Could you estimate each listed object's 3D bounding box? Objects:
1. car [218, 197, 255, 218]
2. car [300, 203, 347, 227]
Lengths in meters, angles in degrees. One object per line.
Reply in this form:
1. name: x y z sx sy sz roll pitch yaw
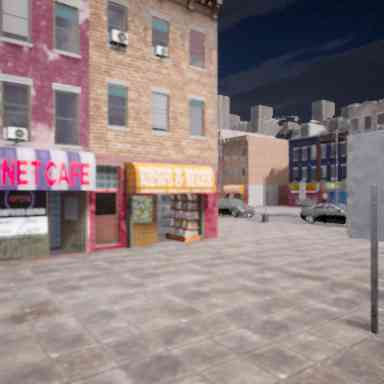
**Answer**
1. car: 3.601 1.372 30.178 2.097 1.767 4.553 0 0 -35
2. car: 9.477 1.495 21.855 2.128 1.511 4.902 0 0 -35
